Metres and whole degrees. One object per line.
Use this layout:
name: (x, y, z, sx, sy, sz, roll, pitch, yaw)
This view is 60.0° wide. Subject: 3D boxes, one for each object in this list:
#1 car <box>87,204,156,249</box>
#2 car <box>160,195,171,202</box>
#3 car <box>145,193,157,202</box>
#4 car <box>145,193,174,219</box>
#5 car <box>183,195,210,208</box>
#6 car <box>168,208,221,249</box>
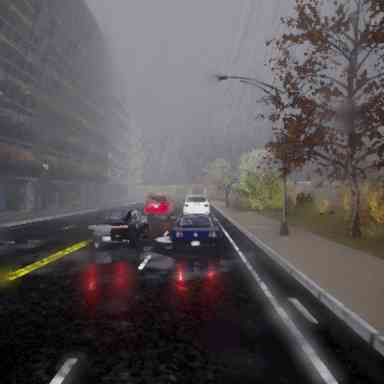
car: (-3.074, 1.495, 14.580, 2.128, 1.511, 4.902, 0, 0, 1)
car: (-5.992, 1.473, 75.992, 2.128, 1.511, 4.902, 0, 0, -1)
car: (-9.240, 1.175, 75.859, 2.150, 2.045, 5.566, 0, 0, -1)
car: (-2.848, 1.261, 29.609, 2.150, 2.045, 5.566, 0, 0, 1)
car: (0.402, 1.262, 29.560, 2.150, 2.045, 5.566, 0, 0, 1)
car: (0.177, 1.617, 14.562, 1.895, 1.301, 4.718, 0, 0, 1)
